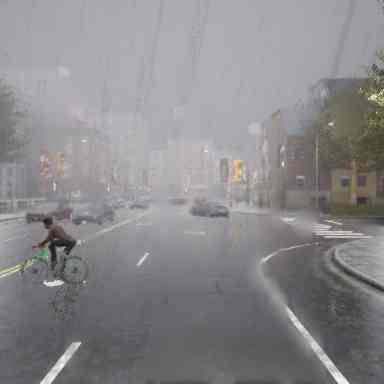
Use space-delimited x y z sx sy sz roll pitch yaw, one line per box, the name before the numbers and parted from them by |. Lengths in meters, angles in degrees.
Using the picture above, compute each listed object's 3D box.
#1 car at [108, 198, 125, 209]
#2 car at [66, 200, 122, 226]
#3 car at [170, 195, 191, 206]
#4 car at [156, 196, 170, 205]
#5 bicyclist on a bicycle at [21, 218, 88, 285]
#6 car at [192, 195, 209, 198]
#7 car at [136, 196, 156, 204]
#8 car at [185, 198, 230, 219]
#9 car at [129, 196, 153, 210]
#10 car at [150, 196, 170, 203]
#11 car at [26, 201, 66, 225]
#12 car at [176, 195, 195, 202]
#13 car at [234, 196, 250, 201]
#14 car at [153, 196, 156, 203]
car | -10.036 1.491 43.176 2.128 1.511 4.902 0 0 2
car | -6.847 1.547 23.911 2.033 1.411 5.357 0 0 1
car | -1.856 1.505 55.326 1.837 1.490 4.892 0 0 10
car | -4.335 1.525 60.652 1.812 1.442 4.674 0 0 17
bicyclist on a bicycle | -3.337 1.453 8.085 1.656 1.620 0.582 0 0 1
car | 1.838 1.352 55.930 2.097 1.767 4.553 0 0 11
car | -9.162 1.520 67.170 2.002 1.452 4.674 0 0 20
car | 1.509 1.564 29.769 1.994 1.385 4.181 0 0 -32
car | -6.618 1.547 42.303 2.033 1.411 5.357 0 0 1
car | -6.939 1.595 72.451 1.895 1.301 4.718 0 0 30
car | -10.339 1.477 24.533 1.882 1.535 5.008 0 0 1
car | -1.397 1.472 75.711 1.882 1.535 5.008 0 0 31
car | 12.321 1.552 80.992 4.181 1.385 1.994 0 0 -38
car | -7.712 1.477 61.612 1.882 1.535 5.008 0 0 17
